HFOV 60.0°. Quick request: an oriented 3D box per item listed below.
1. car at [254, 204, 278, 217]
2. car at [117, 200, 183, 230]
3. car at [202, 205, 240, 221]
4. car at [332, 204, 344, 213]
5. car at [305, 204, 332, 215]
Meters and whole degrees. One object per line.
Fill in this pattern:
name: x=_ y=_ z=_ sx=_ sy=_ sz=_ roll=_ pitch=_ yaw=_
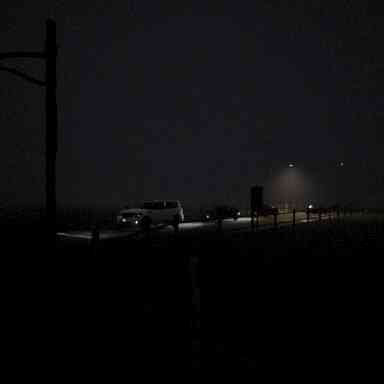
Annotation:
car: x=8.936 y=2.265 z=40.752 sx=2.128 sy=1.511 sz=4.902 roll=0 pitch=-1 yaw=36
car: x=-2.917 y=1.608 z=24.590 sx=2.150 sy=2.045 sz=5.566 roll=0 pitch=-1 yaw=36
car: x=2.902 y=2.067 z=32.525 sx=2.128 sy=1.511 sz=4.902 roll=0 pitch=-1 yaw=36
car: x=23.361 y=2.670 z=54.192 sx=1.812 sy=1.442 sz=4.674 roll=0 pitch=-1 yaw=37
car: x=17.166 y=2.483 z=45.761 sx=2.033 sy=1.411 sz=5.357 roll=0 pitch=-1 yaw=36
